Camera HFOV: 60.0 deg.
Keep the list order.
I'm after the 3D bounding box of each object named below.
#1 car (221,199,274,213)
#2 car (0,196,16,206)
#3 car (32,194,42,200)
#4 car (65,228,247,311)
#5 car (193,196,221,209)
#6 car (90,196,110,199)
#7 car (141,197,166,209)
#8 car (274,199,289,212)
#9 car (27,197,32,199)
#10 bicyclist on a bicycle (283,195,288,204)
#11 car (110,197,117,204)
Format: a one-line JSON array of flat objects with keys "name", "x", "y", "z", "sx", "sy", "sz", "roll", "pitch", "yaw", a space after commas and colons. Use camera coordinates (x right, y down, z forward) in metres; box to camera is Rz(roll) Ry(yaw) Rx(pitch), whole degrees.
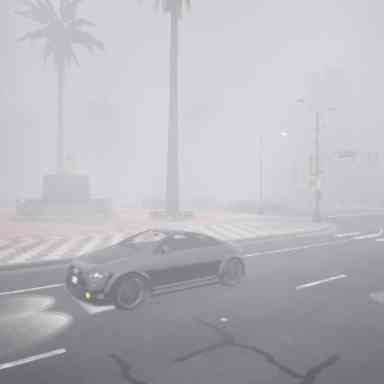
[{"name": "car", "x": 6.169, "y": 1.547, "z": 37.775, "sx": 2.033, "sy": 1.411, "sz": 5.357, "roll": 0, "pitch": 0, "yaw": -38}, {"name": "car", "x": -31.100, "y": 1.505, "z": 53.609, "sx": 4.892, "sy": 1.490, "sz": 1.837, "roll": 0, "pitch": 0, "yaw": -16}, {"name": "car", "x": -19.790, "y": 1.311, "z": 48.728, "sx": 5.566, "sy": 2.045, "sz": 2.150, "roll": 0, "pitch": 0, "yaw": -4}, {"name": "car", "x": -0.712, "y": 1.564, "z": 7.790, "sx": 4.181, "sy": 1.385, "sz": 1.994, "roll": 0, "pitch": 0, "yaw": -36}, {"name": "car", "x": 2.390, "y": 1.352, "z": 45.815, "sx": 4.553, "sy": 1.767, "sz": 2.097, "roll": 0, "pitch": 0, "yaw": 33}, {"name": "car", "x": -15.915, "y": 1.477, "z": 52.082, "sx": 5.008, "sy": 1.535, "sz": 1.882, "roll": 0, "pitch": 0, "yaw": 3}, {"name": "car", "x": -4.649, "y": 1.491, "z": 45.942, "sx": 4.902, "sy": 1.511, "sz": 2.128, "roll": 0, "pitch": 0, "yaw": 22}, {"name": "car", "x": 9.229, "y": 1.526, "z": 39.302, "sx": 1.812, "sy": 1.442, "sz": 4.674, "roll": 0, "pitch": 0, "yaw": -39}, {"name": "car", "x": -26.037, "y": 1.221, "z": 58.550, "sx": 5.566, "sy": 2.045, "sz": 2.150, "roll": 0, "pitch": 0, "yaw": -10}, {"name": "bicyclist on a bicycle", "x": 15.280, "y": 1.301, "z": 54.441, "sx": 0.582, "sy": 1.620, "sz": 1.656, "roll": 0, "pitch": 0, "yaw": 42}, {"name": "car", "x": -15.829, "y": 1.492, "z": 59.107, "sx": 4.902, "sy": 1.511, "sz": 2.128, "roll": 0, "pitch": 0, "yaw": 2}]
